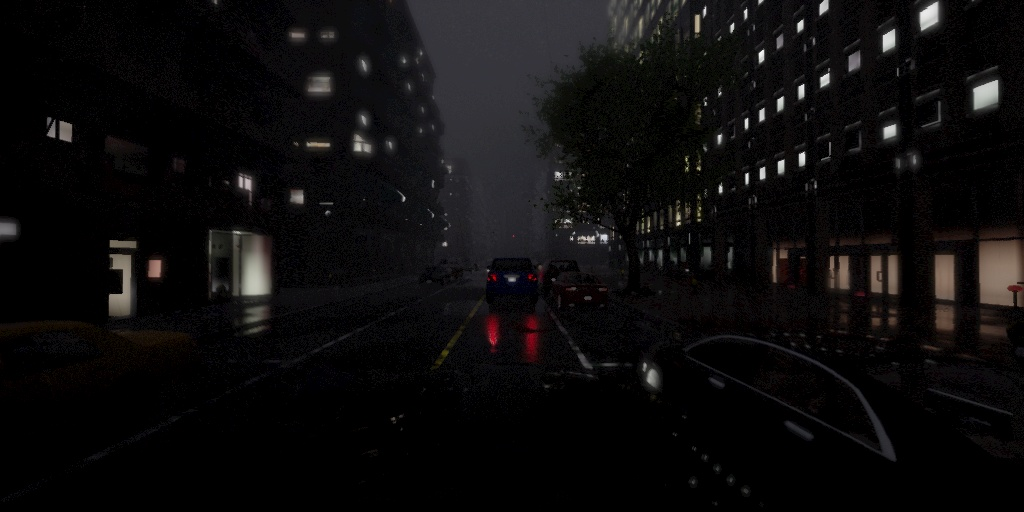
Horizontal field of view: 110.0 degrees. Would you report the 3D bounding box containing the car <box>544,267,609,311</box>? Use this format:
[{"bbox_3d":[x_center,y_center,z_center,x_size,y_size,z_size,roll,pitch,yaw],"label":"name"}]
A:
[{"bbox_3d":[2.568,1.296,14.397,1.888,1.381,4.507,0,0,0],"label":"car"}]

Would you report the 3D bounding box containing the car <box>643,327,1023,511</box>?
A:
[{"bbox_3d":[2.566,1.298,3.094,2.007,1.370,4.403,0,0,0],"label":"car"}]

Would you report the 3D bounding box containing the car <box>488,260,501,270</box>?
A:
[{"bbox_3d":[-2.750,1.341,57.200,1.837,1.490,4.892,0,0,0],"label":"car"}]

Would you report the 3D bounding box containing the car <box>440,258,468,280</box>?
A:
[{"bbox_3d":[-5.452,1.073,31.419,2.192,1.841,5.009,0,0,0],"label":"car"}]

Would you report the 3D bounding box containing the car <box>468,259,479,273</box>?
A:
[{"bbox_3d":[-5.452,1.332,42.712,1.948,1.339,4.313,0,0,0],"label":"car"}]

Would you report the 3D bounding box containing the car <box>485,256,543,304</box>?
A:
[{"bbox_3d":[0.000,1.010,16.532,2.150,2.045,5.566,0,0,0],"label":"car"}]

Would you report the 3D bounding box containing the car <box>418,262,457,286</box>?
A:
[{"bbox_3d":[-5.452,1.321,25.772,1.948,1.339,4.313,0,0,0],"label":"car"}]

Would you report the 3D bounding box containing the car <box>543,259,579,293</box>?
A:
[{"bbox_3d":[2.602,1.067,20.049,2.192,1.841,5.009,0,0,0],"label":"car"}]

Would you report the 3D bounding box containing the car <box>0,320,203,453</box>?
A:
[{"bbox_3d":[-5.281,1.272,3.017,1.751,1.417,4.829,0,0,0],"label":"car"}]

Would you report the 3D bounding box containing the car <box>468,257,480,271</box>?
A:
[{"bbox_3d":[-5.452,1.086,48.358,2.192,1.841,5.009,0,0,0],"label":"car"}]
